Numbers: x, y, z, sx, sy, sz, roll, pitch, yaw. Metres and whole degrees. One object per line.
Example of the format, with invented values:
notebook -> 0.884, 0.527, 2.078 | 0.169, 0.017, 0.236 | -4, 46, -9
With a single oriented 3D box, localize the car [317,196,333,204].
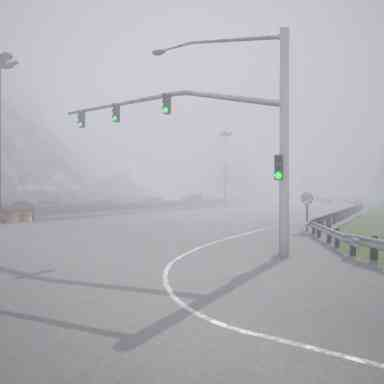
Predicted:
car -> 25.604, 1.549, 63.310 | 1.994, 1.385, 4.181 | 0, 0, 16

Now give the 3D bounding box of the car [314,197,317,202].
car -> 28.159, 1.520, 72.898 | 2.033, 1.411, 5.357 | 0, 0, 7

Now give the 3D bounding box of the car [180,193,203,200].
car -> -0.007, 1.159, 56.331 | 2.150, 2.045, 5.566 | 0, 1, 28

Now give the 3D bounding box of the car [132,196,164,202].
car -> -5.763, 1.432, 46.756 | 2.128, 1.511, 4.902 | 0, 0, 32

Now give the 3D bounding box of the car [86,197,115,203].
car -> -10.791, 1.540, 38.800 | 1.895, 1.301, 4.718 | 0, 0, 33

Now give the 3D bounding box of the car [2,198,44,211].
car -> -16.218, 1.501, 30.288 | 1.994, 1.385, 4.181 | 0, 0, 33

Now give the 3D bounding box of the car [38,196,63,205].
car -> -19.677, 1.268, 44.397 | 2.097, 1.767, 4.553 | 0, 0, 32

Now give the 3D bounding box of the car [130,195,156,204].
car -> -9.047, 1.411, 61.633 | 2.128, 1.511, 4.902 | 0, 0, 28
